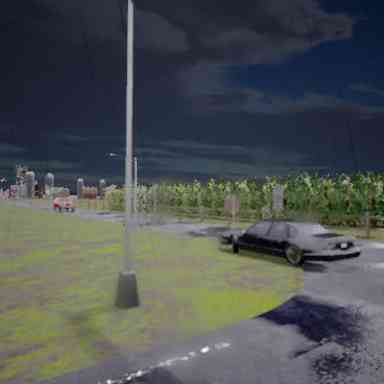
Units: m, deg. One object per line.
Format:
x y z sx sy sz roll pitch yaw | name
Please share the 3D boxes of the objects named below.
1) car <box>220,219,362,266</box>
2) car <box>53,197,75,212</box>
3.291 1.712 12.287 2.033 1.411 5.357 1 -1 -33 | car
-19.178 1.840 49.766 2.150 2.045 5.566 1 -1 -35 | car
